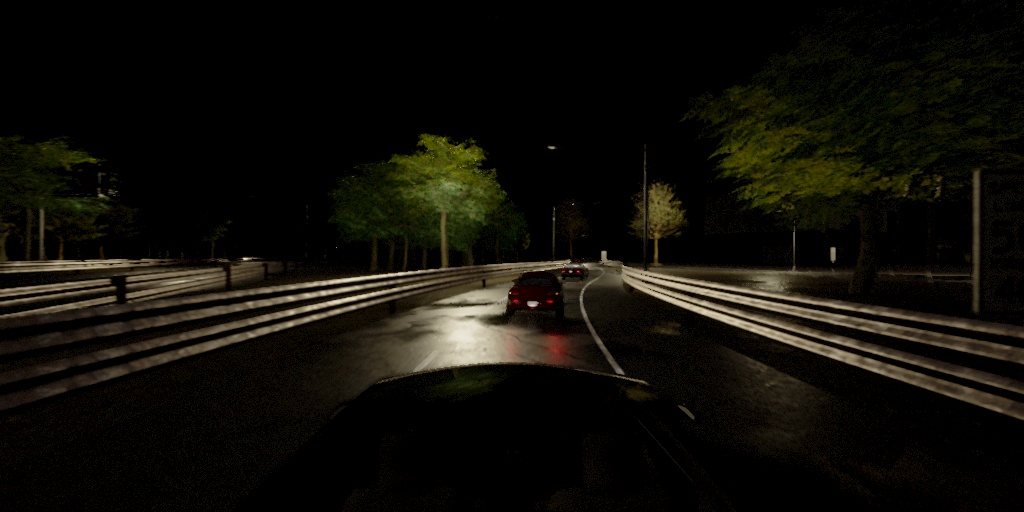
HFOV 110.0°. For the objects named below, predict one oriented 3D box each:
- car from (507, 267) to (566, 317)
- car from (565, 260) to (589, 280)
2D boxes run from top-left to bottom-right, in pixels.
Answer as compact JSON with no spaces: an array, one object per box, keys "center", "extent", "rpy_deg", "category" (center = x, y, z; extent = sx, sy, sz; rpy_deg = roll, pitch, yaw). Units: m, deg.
[{"center":[0.963,1.288,13.165],"extent":[1.812,1.442,4.674],"rpy_deg":[0,0,9],"category":"car"},{"center":[5.535,1.315,31.313],"extent":[2.033,1.411,5.357],"rpy_deg":[0,0,19],"category":"car"}]
